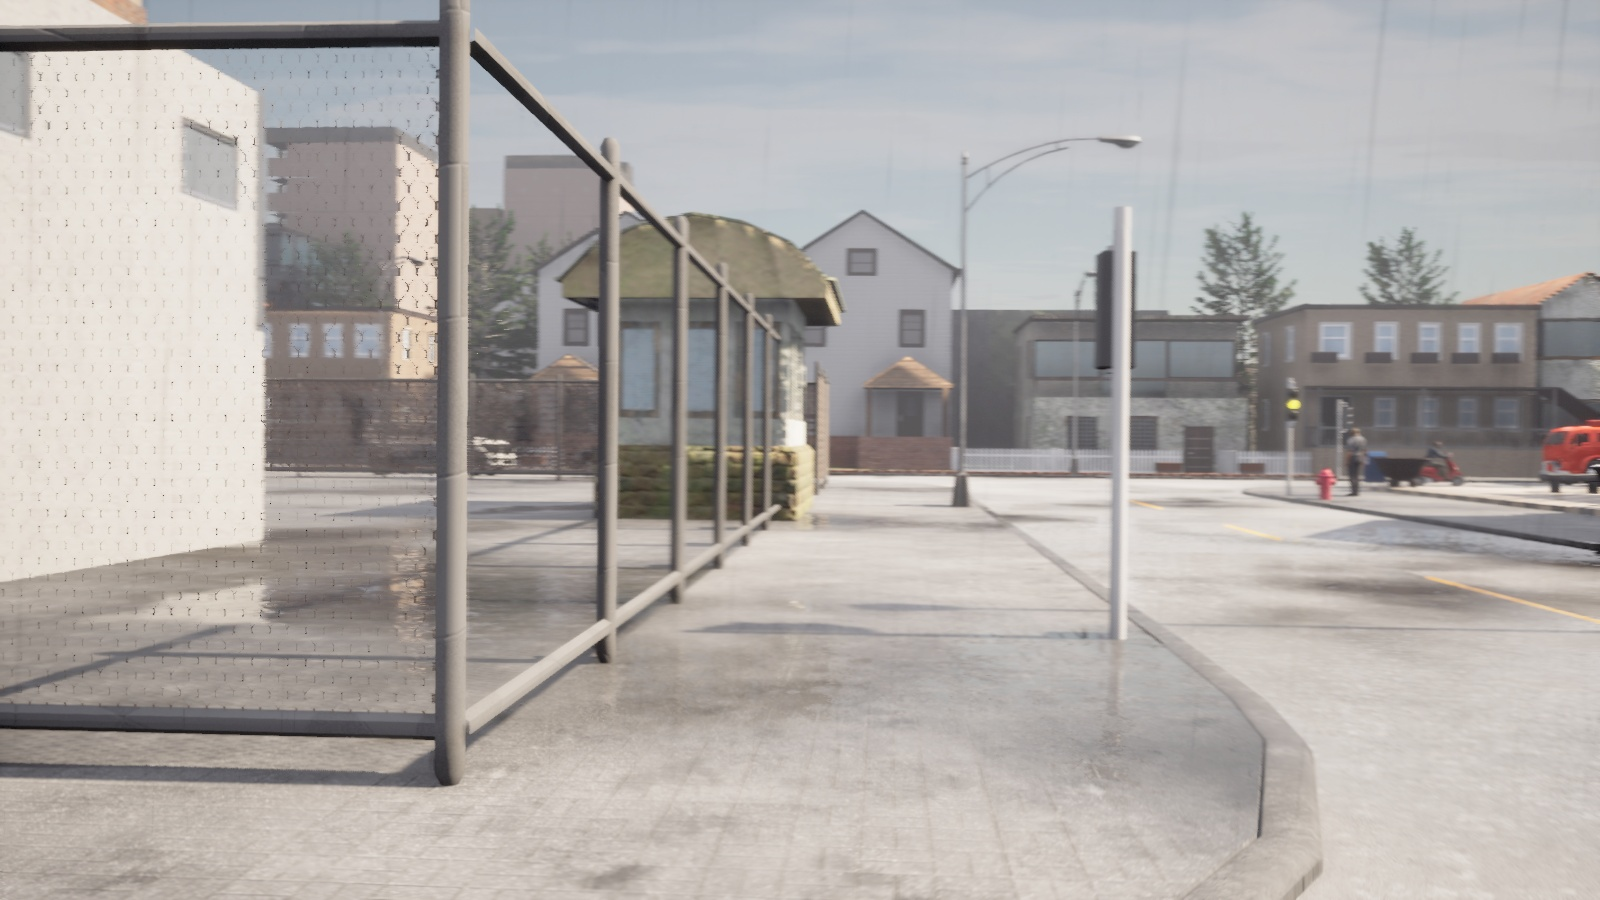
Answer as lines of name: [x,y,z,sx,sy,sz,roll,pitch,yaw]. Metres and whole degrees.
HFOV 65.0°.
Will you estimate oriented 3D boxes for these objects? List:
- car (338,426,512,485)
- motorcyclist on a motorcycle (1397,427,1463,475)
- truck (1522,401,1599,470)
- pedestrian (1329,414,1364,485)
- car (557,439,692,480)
car: [-13.483,0.193,45.318,5.566,2.045,2.150,-1,1,6]
motorcyclist on a motorcycle: [21.592,0.024,43.053,1.817,1.590,0.866,-1,1,2]
truck: [30.136,-0.558,46.586,5.204,2.467,2.627,-1,1,3]
pedestrian: [14.425,-0.029,33.154,0.540,1.848,0.694,-1,1,-14]
car: [-6.792,0.359,48.865,4.892,1.490,1.837,-1,1,3]
